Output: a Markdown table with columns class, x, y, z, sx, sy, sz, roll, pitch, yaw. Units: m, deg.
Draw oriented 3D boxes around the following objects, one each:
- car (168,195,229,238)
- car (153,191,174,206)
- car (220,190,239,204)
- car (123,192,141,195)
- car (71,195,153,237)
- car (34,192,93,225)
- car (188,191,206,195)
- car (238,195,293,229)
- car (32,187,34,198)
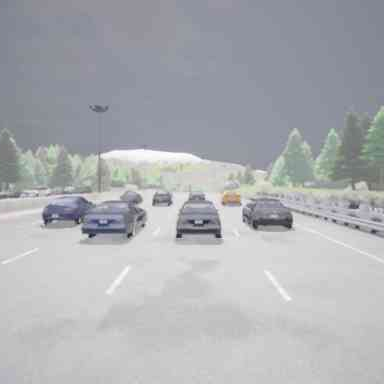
| class | x | y | z | sx | sy | sz | roll | pitch | yaw |
| --- | --- | --- | --- | --- | --- | --- | --- | --- | --- |
| car | 0.281 | 1.082 | 14.632 | 2.033 | 1.411 | 5.357 | 0 | 2 | 1 |
| car | -2.972 | 0.588 | 34.543 | 2.128 | 1.511 | 4.902 | 0 | 1 | 1 |
| car | 4.040 | 0.564 | 35.449 | 1.882 | 1.535 | 5.008 | 0 | 1 | 1 |
| car | -6.461 | 0.643 | 35.415 | 1.994 | 1.385 | 4.181 | 0 | 1 | 1 |
| car | -3.218 | 1.078 | 14.699 | 2.033 | 1.411 | 5.357 | 0 | 2 | 1 |
| car | -6.685 | 0.950 | 18.600 | 1.812 | 1.442 | 4.674 | 0 | 2 | 1 |
| car | 0.529 | 0.606 | 35.679 | 1.812 | 1.442 | 4.674 | 0 | 1 | 1 |
| car | 3.815 | 1.028 | 17.350 | 1.994 | 1.385 | 4.181 | 0 | 2 | 1 |
| car | -23.869 | 0.140 | 50.996 | 2.150 | 2.045 | 5.566 | 0 | 1 | 1 |
